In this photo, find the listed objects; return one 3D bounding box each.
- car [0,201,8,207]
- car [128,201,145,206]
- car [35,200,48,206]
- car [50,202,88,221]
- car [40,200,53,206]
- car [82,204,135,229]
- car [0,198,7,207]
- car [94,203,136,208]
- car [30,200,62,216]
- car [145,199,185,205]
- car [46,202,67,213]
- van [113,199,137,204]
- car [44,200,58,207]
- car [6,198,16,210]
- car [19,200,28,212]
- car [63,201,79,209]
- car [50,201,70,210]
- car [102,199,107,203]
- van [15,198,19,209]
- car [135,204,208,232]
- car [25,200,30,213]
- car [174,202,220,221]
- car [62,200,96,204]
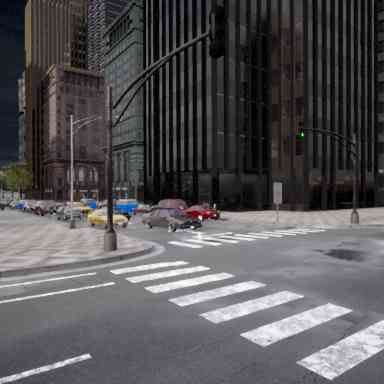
[{"bbox_3d":[-44.426,2.771,78.045,1.802,1.307,4.206,-1,0,-35],"label":"car"},{"bbox_3d":[-5.277,2.005,37.793,1.802,1.307,4.206,-1,0,-35],"label":"car"},{"bbox_3d":[-37.786,2.711,83.418,2.008,1.369,4.403,-1,0,-35],"label":"car"},{"bbox_3d":[-12.005,2.004,32.520,2.008,1.369,4.403,-1,0,-35],"label":"car"},{"bbox_3d":[-34.769,2.661,79.181,1.947,1.339,4.313,-1,0,-35],"label":"car"},{"bbox_3d":[-6.239,1.843,24.422,1.752,1.417,4.829,-1,0,-35],"label":"car"},{"bbox_3d":[-41.307,2.667,73.665,1.887,1.381,4.507,-1,0,-35],"label":"car"},{"bbox_3d":[-7.303,1.984,30.525,1.895,1.301,4.718,0,-1,-35],"label":"car"},{"bbox_3d":[-17.679,1.901,40.480,2.192,1.841,5.009,-1,0,-35],"label":"car"},{"bbox_3d":[-2.336,1.669,33.646,2.192,1.841,5.009,-1,0,-35],"label":"car"},{"bbox_3d":[-19.416,2.192,47.627,1.812,1.442,4.674,0,-1,-35],"label":"car"},{"bbox_3d":[-8.228,1.833,41.940,1.690,1.788,3.998,-1,0,-35],"label":"van"},{"bbox_3d":[-31.750,2.596,74.942,1.947,1.339,4.313,-1,0,-35],"label":"car"},{"bbox_3d":[-31.951,2.354,60.524,1.967,1.590,4.097,-1,0,-35],"label":"car"},{"bbox_3d":[-23.344,2.157,48.439,1.967,1.590,4.097,-1,0,-35],"label":"car"},{"bbox_3d":[-22.697,2.407,62.230,1.802,1.307,4.206,-1,0,-35],"label":"car"},{"bbox_3d":[-23.051,2.341,57.981,2.033,1.411,5.357,0,-1,-35],"label":"car"},{"bbox_3d":[-11.175,1.876,46.087,2.192,1.841,5.009,-1,0,-35],"label":"car"},{"bbox_3d":[-26.181,2.123,52.419,1.690,1.788,3.998,-1,0,-35],"label":"van"},{"bbox_3d":[-1.529,1.795,22.414,2.033,1.411,5.357,0,-1,-36],"label":"car"},{"bbox_3d":[-20.508,2.196,44.460,1.887,1.381,4.507,-1,0,-35],"label":"car"},{"bbox_3d":[0.615,1.829,29.499,1.887,1.381,4.507,-1,0,-35],"label":"car"},{"bbox_3d":[-13.306,2.001,38.970,1.882,1.535,5.008,0,-1,-36],"label":"car"}]
